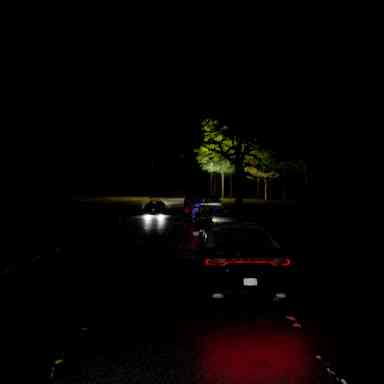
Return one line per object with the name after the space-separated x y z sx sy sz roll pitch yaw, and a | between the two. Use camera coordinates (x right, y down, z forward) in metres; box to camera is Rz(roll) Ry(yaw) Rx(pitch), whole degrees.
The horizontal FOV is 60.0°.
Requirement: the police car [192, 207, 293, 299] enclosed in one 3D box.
1.056 1.416 8.600 1.930 1.638 5.238 0 0 0 | police car

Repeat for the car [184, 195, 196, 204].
-0.316 1.301 59.609 2.033 1.411 5.357 0 0 -1 | car

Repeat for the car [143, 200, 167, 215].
-3.573 1.469 32.681 1.994 1.385 4.181 0 0 0 | car

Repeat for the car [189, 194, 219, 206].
1.025 1.168 24.528 2.150 2.045 5.566 0 0 0 | car

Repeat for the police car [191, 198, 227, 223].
1.044 1.391 18.606 1.930 1.638 5.238 0 0 0 | police car

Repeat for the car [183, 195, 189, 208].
-0.135 1.327 45.200 2.128 1.511 4.902 0 0 0 | car
